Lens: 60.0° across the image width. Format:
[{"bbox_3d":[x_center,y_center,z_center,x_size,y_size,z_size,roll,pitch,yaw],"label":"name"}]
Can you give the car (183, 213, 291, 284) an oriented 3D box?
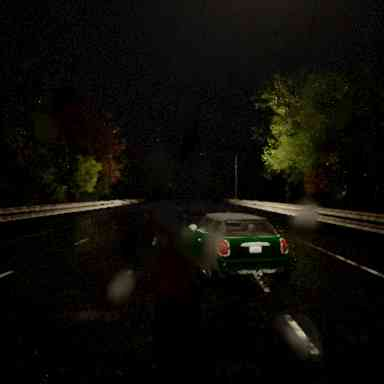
[{"bbox_3d":[1.078,1.413,10.117,2.097,1.767,4.553,0,0,-13],"label":"car"}]
